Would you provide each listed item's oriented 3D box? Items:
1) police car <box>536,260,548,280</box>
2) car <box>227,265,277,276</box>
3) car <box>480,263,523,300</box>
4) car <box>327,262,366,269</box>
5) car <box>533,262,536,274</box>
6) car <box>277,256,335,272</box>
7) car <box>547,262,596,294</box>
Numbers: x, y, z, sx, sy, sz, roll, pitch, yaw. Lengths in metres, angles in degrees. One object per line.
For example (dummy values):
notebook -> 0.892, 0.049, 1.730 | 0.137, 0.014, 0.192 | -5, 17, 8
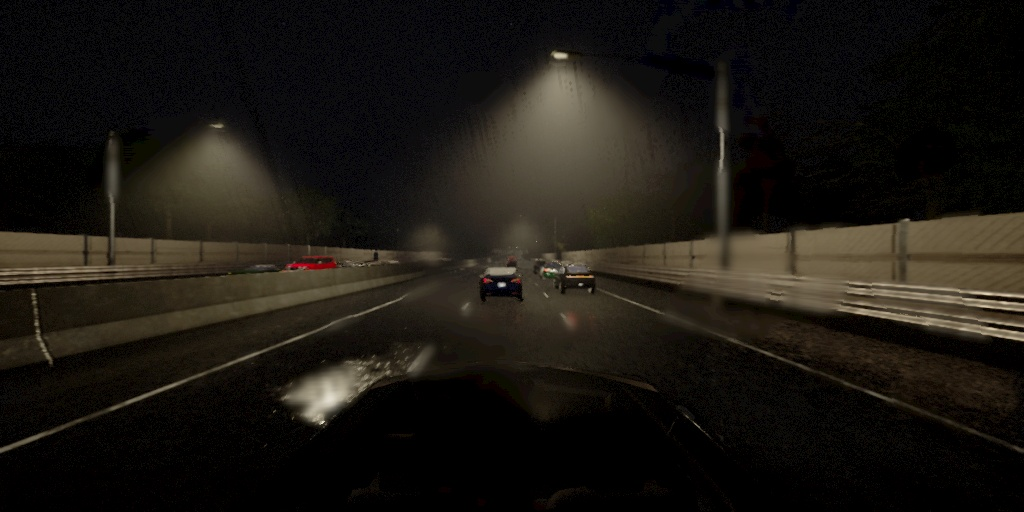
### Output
police car -> 3.512, 1.312, 31.726 | 2.038, 1.542, 4.974 | 0, 0, 0
car -> -21.078, 1.405, 29.831 | 1.895, 1.301, 4.718 | 0, 0, 0
car -> -0.542, 1.280, 17.782 | 2.163, 1.488, 4.792 | 0, 0, -3
car -> -14.077, 1.409, 31.930 | 1.895, 1.301, 4.718 | 0, 0, 0
car -> 3.516, 1.270, 42.728 | 2.033, 1.649, 4.856 | 0, 0, 0
car -> -17.576, 1.032, 31.601 | 2.150, 2.045, 5.566 | 0, 0, 0
car -> 3.507, 1.273, 20.722 | 2.128, 1.511, 4.902 | 0, 0, 0
